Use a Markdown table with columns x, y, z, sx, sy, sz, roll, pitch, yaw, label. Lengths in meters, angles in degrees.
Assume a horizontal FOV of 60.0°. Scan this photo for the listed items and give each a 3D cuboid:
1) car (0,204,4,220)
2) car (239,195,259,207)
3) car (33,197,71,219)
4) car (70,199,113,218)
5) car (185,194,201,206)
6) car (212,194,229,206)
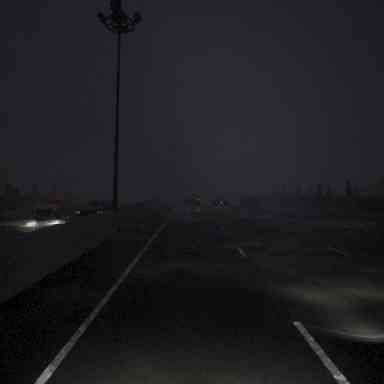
| x | y | z | sx | sy | sz | roll | pitch | yaw | label |
| --- | --- | --- | --- | --- | --- | --- | --- | --- | --- |
| -14.103 | 1.256 | 21.425 | 1.837 | 1.490 | 4.892 | 0 | 1 | 0 | car |
| 7.095 | 1.081 | 41.805 | 1.994 | 1.385 | 4.181 | 0 | 0 | 0 | car |
| -10.603 | 1.176 | 26.092 | 1.882 | 1.535 | 5.008 | 0 | 1 | 0 | car |
| -7.104 | 1.254 | 25.313 | 2.033 | 1.411 | 5.357 | 0 | 1 | 0 | car |
| 0.093 | 1.034 | 43.089 | 1.812 | 1.442 | 4.674 | 0 | 0 | 0 | car |
| 3.593 | 1.035 | 42.962 | 1.812 | 1.442 | 4.674 | 0 | 0 | 0 | car |
